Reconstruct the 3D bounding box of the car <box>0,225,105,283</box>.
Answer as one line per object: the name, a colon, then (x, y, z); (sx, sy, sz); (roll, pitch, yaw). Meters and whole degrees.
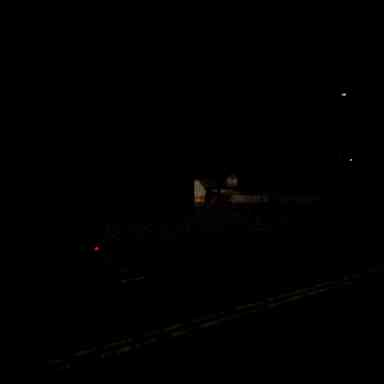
car: (-4.957, 1.545, 8.135); (5.357, 1.411, 2.033); (0, 0, -36)
